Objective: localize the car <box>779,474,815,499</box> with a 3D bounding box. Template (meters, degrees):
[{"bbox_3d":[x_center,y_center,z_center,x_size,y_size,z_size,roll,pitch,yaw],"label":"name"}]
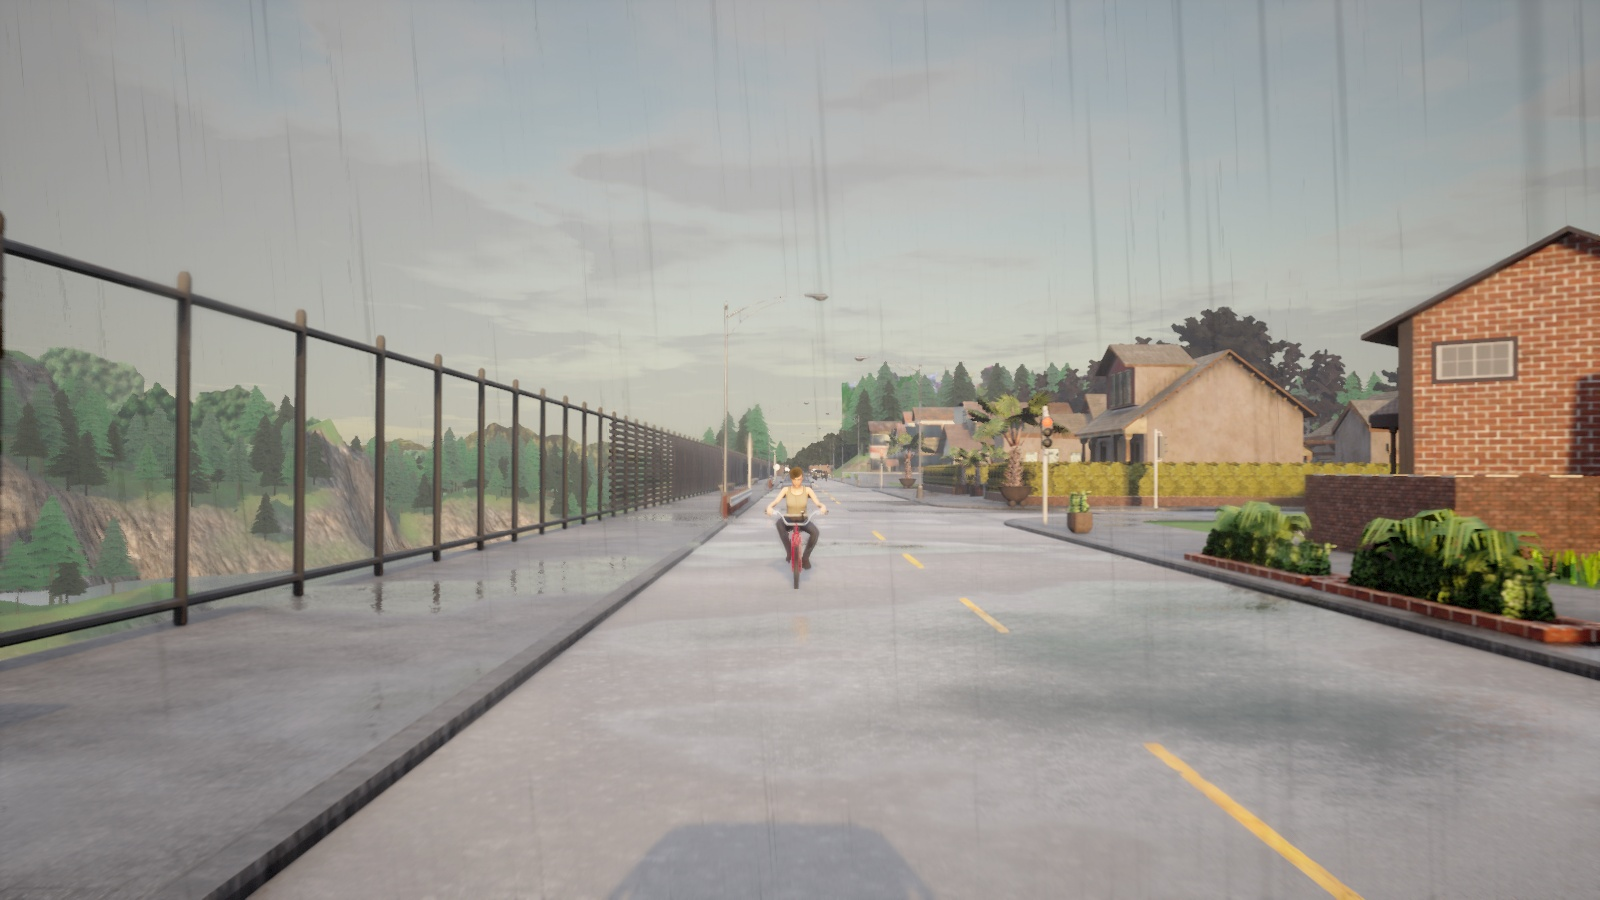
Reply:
[{"bbox_3d":[-0.174,2.110,74.500,2.033,1.411,5.357,0,-1,0],"label":"car"}]

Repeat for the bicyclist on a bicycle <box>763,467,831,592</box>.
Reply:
[{"bbox_3d":[-0.036,1.036,17.013,0.866,1.612,1.509,0,-1,0],"label":"bicyclist on a bicycle"}]
